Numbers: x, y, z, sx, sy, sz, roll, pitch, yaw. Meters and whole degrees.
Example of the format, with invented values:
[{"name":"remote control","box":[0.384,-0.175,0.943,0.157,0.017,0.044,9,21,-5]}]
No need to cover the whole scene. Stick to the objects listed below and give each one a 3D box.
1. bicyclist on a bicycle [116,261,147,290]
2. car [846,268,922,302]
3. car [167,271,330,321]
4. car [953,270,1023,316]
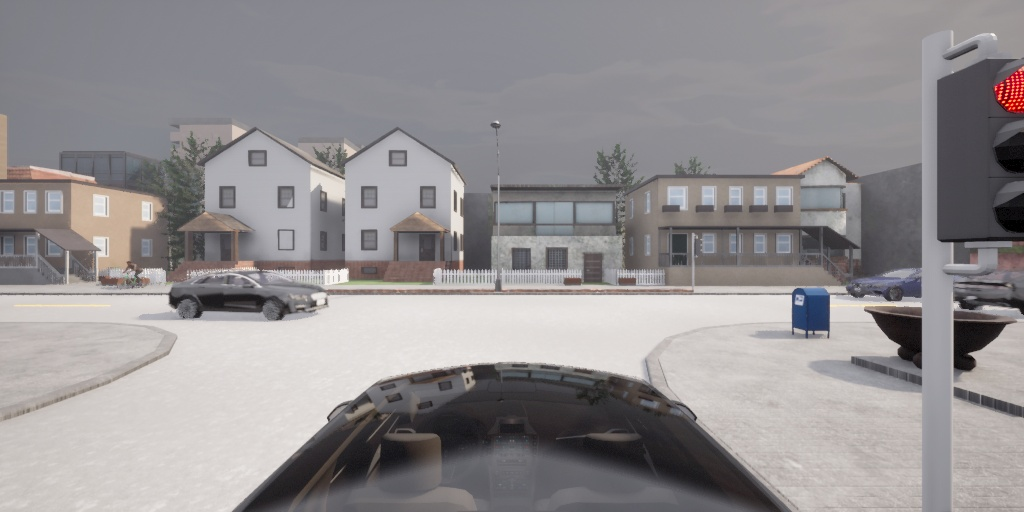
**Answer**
[{"name":"bicyclist on a bicycle","box":[-21.875,1.099,20.647,0.582,1.620,1.656,0,0,0]},{"name":"car","box":[18.185,1.276,16.451,4.674,1.442,1.812,0,0,0]},{"name":"car","box":[-8.657,1.242,11.949,4.902,1.511,2.128,0,0,6]},{"name":"car","box":[18.108,1.241,12.271,4.902,1.511,2.128,0,0,0]}]
